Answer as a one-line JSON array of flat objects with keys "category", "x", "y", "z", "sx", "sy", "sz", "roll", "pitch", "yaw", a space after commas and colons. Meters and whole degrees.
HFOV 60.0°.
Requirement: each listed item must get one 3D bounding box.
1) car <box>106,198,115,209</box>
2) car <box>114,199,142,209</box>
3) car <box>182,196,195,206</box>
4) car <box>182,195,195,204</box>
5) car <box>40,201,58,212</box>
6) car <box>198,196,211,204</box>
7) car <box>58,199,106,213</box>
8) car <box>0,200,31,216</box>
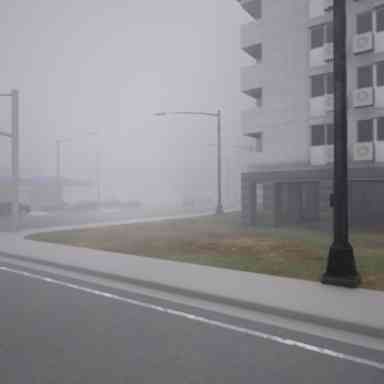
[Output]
[{"category": "car", "x": -12.796, "y": 1.738, "z": 51.290, "sx": 1.882, "sy": 1.535, "sz": 5.008, "roll": 0, "pitch": 0, "yaw": 16}, {"category": "car", "x": -9.369, "y": 1.840, "z": 50.486, "sx": 1.895, "sy": 1.301, "sz": 4.718, "roll": 0, "pitch": 0, "yaw": 16}, {"category": "car", "x": -0.576, "y": 1.790, "z": 59.411, "sx": 1.994, "sy": 1.385, "sz": 4.181, "roll": 0, "pitch": 0, "yaw": 5}, {"category": "car", "x": -0.855, "y": 1.618, "z": 69.367, "sx": 2.097, "sy": 1.767, "sz": 4.553, "roll": 0, "pitch": 0, "yaw": -8}, {"category": "car", "x": -17.021, "y": 1.812, "z": 42.119, "sx": 1.994, "sy": 1.385, "sz": 4.181, "roll": 0, "pitch": 0, "yaw": 31}, {"category": "car", "x": 2.595, "y": 1.601, "z": 69.601, "sx": 2.097, "sy": 1.767, "sz": 4.553, "roll": 0, "pitch": 0, "yaw": -8}, {"category": "car", "x": -13.506, "y": 1.718, "z": 41.200, "sx": 2.128, "sy": 1.511, "sz": 4.902, "roll": 0, "pitch": 0, "yaw": 30}, {"category": "car", "x": -18.811, "y": 1.702, "z": 33.344, "sx": 1.882, "sy": 1.535, "sz": 5.008, "roll": 0, "pitch": 0, "yaw": 36}]
